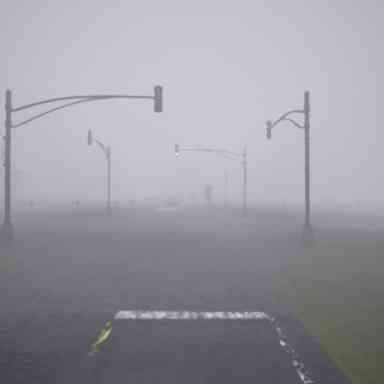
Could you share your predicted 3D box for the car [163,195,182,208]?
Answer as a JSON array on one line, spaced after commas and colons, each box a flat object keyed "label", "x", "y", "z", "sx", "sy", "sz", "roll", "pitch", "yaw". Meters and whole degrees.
[{"label": "car", "x": -2.714, "y": 1.436, "z": 44.879, "sx": 1.994, "sy": 1.385, "sz": 4.181, "roll": 0, "pitch": 0, "yaw": 0}]

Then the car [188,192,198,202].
[{"label": "car", "x": 0.248, "y": 1.279, "z": 71.749, "sx": 1.882, "sy": 1.535, "sz": 5.008, "roll": 0, "pitch": 0, "yaw": 0}]

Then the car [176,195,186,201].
[{"label": "car", "x": -2.482, "y": 1.324, "z": 75.742, "sx": 2.033, "sy": 1.411, "sz": 5.357, "roll": 0, "pitch": 0, "yaw": 0}]

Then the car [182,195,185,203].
[{"label": "car", "x": -2.599, "y": 1.313, "z": 60.219, "sx": 1.882, "sy": 1.535, "sz": 5.008, "roll": 0, "pitch": 0, "yaw": 1}]
